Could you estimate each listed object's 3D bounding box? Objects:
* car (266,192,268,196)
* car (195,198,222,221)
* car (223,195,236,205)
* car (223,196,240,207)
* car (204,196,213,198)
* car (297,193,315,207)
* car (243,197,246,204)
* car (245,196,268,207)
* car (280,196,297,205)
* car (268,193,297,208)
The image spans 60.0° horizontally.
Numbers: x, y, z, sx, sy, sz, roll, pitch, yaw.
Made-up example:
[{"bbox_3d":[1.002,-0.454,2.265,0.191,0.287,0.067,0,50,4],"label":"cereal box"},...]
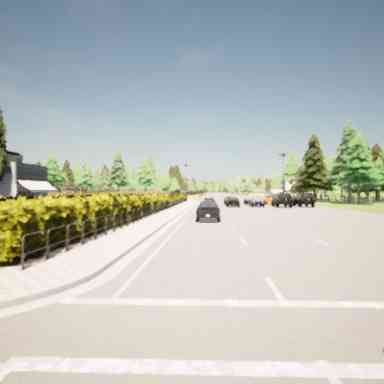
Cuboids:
[{"bbox_3d":[13.414,1.289,57.325,2.097,1.767,4.553,0,0,3],"label":"car"},{"bbox_3d":[1.307,1.469,26.770,1.837,1.490,4.892,0,0,3],"label":"car"},{"bbox_3d":[6.426,1.405,57.742,1.882,1.535,5.008,0,0,3],"label":"car"},{"bbox_3d":[5.919,1.417,48.586,1.882,1.535,5.008,0,0,3],"label":"car"},{"bbox_3d":[2.633,1.423,51.889,2.128,1.511,4.902,0,0,4],"label":"car"},{"bbox_3d":[16.467,1.173,49.149,2.150,2.045,5.566,0,0,3],"label":"car"},{"bbox_3d":[9.922,1.533,57.578,1.895,1.301,4.718,0,0,3],"label":"car"},{"bbox_3d":[9.438,1.544,48.838,1.895,1.301,4.718,0,0,3],"label":"car"},{"bbox_3d":[16.989,1.444,58.598,1.837,1.490,4.892,0,0,3],"label":"car"},{"bbox_3d":[12.887,1.171,47.812,2.150,2.045,5.566,0,0,3],"label":"car"}]
